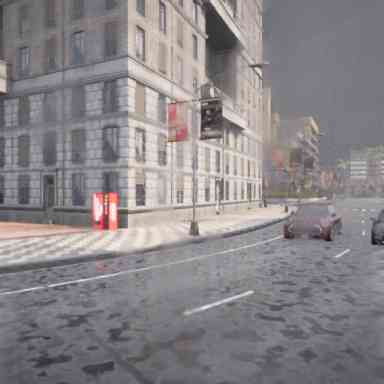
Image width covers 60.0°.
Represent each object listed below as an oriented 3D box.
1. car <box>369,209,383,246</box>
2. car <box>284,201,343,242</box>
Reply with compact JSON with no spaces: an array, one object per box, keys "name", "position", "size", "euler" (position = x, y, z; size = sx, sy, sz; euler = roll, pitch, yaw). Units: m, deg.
[{"name":"car","position":[9.077,1.491,14.684],"size":[2.128,1.511,4.902],"euler":[0,0,32]},{"name":"car","position":[6.117,1.352,16.549],"size":[2.097,1.767,4.553],"euler":[0,0,32]}]
